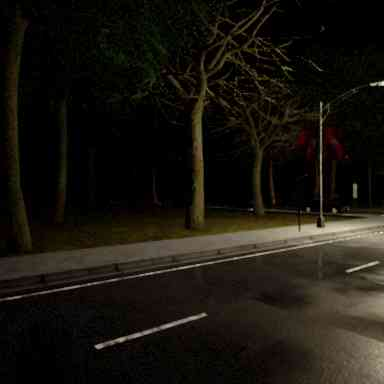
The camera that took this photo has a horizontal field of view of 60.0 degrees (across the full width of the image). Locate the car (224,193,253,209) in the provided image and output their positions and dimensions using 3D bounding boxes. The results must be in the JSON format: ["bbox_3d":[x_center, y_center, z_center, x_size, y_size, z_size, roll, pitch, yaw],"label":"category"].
[{"bbox_3d":[6.671,1.173,43.986,2.150,2.045,5.566,0,0,-38],"label":"car"}]

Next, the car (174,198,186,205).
[{"bbox_3d":[-0.815,1.546,53.462,1.895,1.301,4.718,0,0,-39],"label":"car"}]

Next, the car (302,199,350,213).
[{"bbox_3d":[13.927,1.464,34.793,1.837,1.490,4.892,0,0,-40],"label":"car"}]
